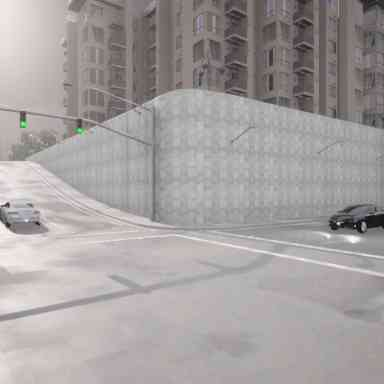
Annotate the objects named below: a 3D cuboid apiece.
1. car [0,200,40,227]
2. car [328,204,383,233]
[{"bbox_3d":[-10.833,1.213,20.887,1.812,1.442,4.674,0,4,-36],"label":"car"},{"bbox_3d":[10.069,1.505,19.787,4.892,1.490,1.837,0,0,-36],"label":"car"}]
